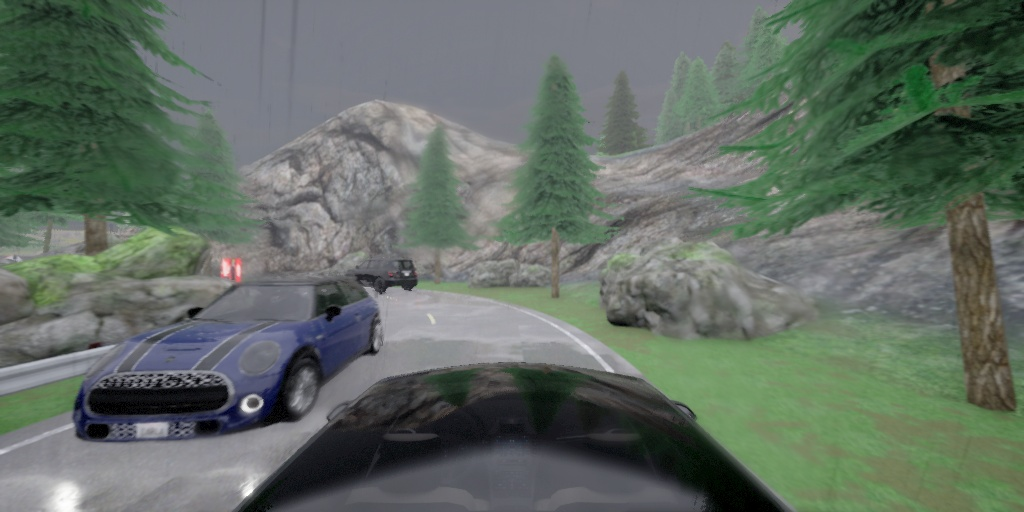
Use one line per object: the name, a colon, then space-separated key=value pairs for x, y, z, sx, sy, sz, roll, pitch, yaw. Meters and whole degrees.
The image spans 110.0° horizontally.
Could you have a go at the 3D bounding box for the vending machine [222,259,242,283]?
vending machine: x=-23.346 y=1.199 z=29.909 sx=0.880 sy=2.100 sz=1.100 roll=0 pitch=0 yaw=-3

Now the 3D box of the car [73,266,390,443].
car: x=-3.693 y=1.139 z=5.768 sx=2.097 sy=1.767 sz=4.553 roll=0 pitch=-1 yaw=-4

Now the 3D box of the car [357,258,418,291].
car: x=-8.245 y=1.161 z=22.481 sx=5.566 sy=2.045 sz=2.150 roll=0 pitch=-1 yaw=37
